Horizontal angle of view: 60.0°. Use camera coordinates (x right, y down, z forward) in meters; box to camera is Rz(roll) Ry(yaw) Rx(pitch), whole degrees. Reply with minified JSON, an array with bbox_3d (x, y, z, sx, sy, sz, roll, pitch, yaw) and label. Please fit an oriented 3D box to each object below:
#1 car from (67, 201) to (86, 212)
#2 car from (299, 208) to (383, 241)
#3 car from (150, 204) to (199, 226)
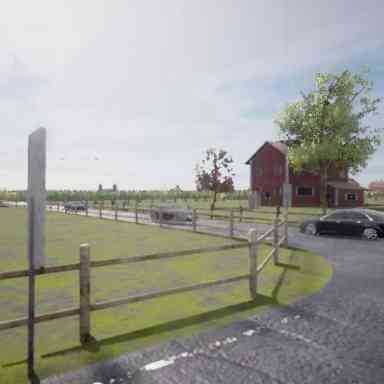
[{"bbox_3d":[-15.793,1.955,45.284,2.033,1.411,5.357,1,-1,-36],"label":"car"},{"bbox_3d":[8.040,1.629,17.368,4.892,1.490,1.837,-1,4,43],"label":"car"},{"bbox_3d":[-1.392,1.676,25.482,2.128,1.511,4.902,1,-1,-36],"label":"car"}]
